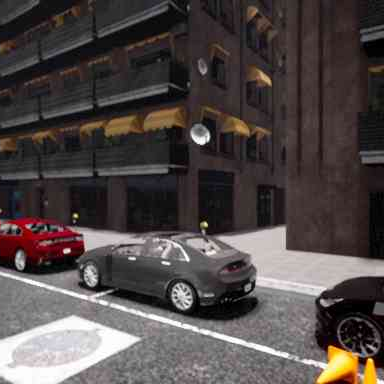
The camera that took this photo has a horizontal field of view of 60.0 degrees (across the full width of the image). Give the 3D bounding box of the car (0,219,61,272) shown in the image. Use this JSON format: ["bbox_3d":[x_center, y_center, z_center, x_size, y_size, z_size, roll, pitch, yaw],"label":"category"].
[{"bbox_3d":[-5.360,1.534,10.679,4.507,1.381,1.887,0,0,35],"label":"car"}]

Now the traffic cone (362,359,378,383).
[{"bbox_3d":[1.766,1.955,3.296,0.340,0.580,0.340,0,0,35],"label":"traffic cone"}]

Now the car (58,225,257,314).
[{"bbox_3d":[-0.746,1.546,7.452,4.403,1.369,2.008,0,0,35],"label":"car"}]

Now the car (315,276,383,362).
[{"bbox_3d":[3.868,1.566,4.225,4.313,1.339,1.947,0,0,35],"label":"car"}]
